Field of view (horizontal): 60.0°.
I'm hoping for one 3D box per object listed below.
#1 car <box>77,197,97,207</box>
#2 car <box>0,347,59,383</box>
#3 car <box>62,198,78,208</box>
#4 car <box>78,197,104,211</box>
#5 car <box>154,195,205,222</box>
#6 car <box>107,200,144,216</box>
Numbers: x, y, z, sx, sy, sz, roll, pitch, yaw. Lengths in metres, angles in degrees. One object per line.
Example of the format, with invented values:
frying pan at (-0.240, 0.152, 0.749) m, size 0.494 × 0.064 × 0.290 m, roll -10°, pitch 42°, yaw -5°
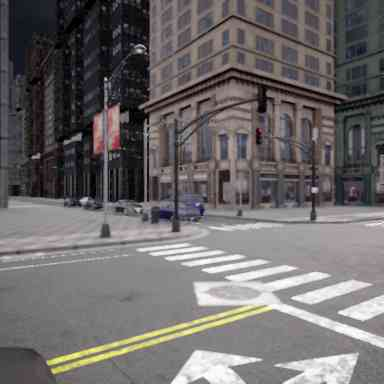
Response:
car at (-17.365, 1.602, 54.835) m, size 1.812 × 1.442 × 4.674 m, roll 0°, pitch 0°, yaw -35°
car at (-3.184, 1.542, 1.180) m, size 5.357 × 1.411 × 2.033 m, roll 0°, pitch 0°, yaw -35°
car at (-18.239, 1.623, 50.572) m, size 2.033 × 1.411 × 5.357 m, roll 0°, pitch 0°, yaw -34°
car at (-12.165, 1.611, 41.837) m, size 2.033 × 1.411 × 5.357 m, roll 0°, pitch 0°, yaw -35°
car at (-1.264, 1.399, 26.259) m, size 2.097 × 1.767 × 4.553 m, roll 0°, pitch 0°, yaw -35°
car at (-6.508, 1.546, 33.747) m, size 2.128 × 1.511 × 4.902 m, roll 0°, pitch 0°, yaw -35°
